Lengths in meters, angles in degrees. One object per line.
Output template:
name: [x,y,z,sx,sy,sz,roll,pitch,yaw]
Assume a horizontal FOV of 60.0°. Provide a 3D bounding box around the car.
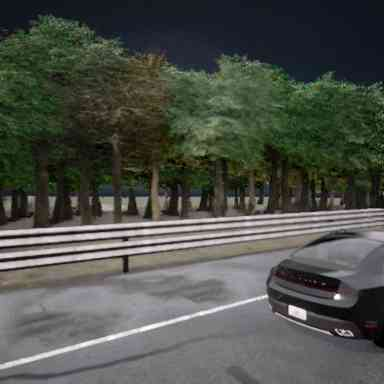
car: [3.503,1.504,6.249,4.892,1.490,1.837,0,0,-36]
